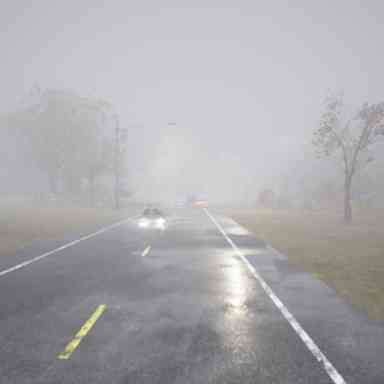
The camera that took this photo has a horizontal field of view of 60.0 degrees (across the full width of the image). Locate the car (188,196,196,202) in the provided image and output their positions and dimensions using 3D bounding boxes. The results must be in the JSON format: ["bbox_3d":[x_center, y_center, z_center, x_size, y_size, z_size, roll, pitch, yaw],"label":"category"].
[{"bbox_3d":[-0.002,1.637,80.842,1.812,1.442,4.674,0,0,0],"label":"car"}]

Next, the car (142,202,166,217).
[{"bbox_3d":[-3.597,1.645,31.893,1.895,1.301,4.718,0,0,0],"label":"car"}]

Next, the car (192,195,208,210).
[{"bbox_3d":[1.223,1.535,45.074,1.801,1.575,5.366,0,0,0],"label":"car"}]

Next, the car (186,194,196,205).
[{"bbox_3d":[-0.001,1.366,62.691,2.150,2.045,5.566,0,0,0],"label":"car"}]

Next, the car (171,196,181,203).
[{"bbox_3d":[-3.501,1.639,73.161,1.812,1.442,4.674,0,0,0],"label":"car"}]
